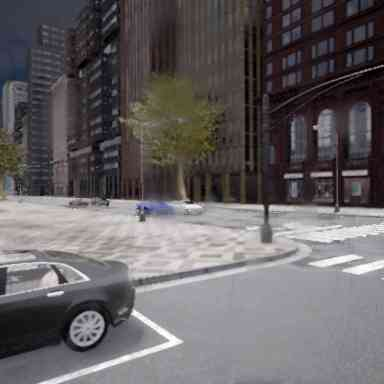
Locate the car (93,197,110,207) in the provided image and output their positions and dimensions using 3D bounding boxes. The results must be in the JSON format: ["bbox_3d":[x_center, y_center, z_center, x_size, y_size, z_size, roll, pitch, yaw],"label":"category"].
[{"bbox_3d":[-14.282,1.543,51.646,1.837,1.490,4.892,-1,0,-35],"label":"car"}]

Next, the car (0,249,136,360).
[{"bbox_3d":[-2.937,1.550,4.557,4.403,1.369,2.008,0,0,-35],"label":"car"}]

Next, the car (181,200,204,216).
[{"bbox_3d":[-0.719,1.495,32.570,1.812,1.442,4.674,-1,0,-36],"label":"car"}]

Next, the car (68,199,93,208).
[{"bbox_3d":[-17.021,1.672,49.895,1.895,1.301,4.718,-1,0,-35],"label":"car"}]

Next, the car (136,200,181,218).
[{"bbox_3d":[-3.450,1.483,30.800,1.882,1.535,5.008,-1,0,-36],"label":"car"}]
